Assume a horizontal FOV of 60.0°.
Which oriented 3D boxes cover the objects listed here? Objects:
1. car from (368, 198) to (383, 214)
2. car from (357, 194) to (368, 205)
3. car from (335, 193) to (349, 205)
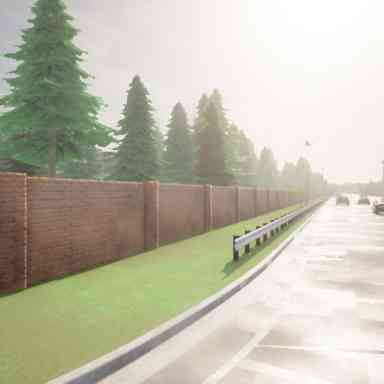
[{"bbox_3d":[19.962,1.510,34.632,2.128,1.511,4.902,0,0,24],"label":"car"},{"bbox_3d":[30.764,1.557,59.569,1.812,1.442,4.674,0,0,23],"label":"car"},{"bbox_3d":[26.522,1.381,58.576,2.097,1.767,4.553,0,0,23],"label":"car"}]
